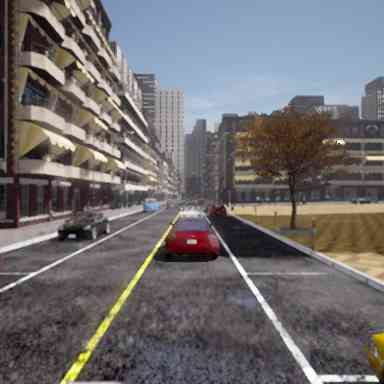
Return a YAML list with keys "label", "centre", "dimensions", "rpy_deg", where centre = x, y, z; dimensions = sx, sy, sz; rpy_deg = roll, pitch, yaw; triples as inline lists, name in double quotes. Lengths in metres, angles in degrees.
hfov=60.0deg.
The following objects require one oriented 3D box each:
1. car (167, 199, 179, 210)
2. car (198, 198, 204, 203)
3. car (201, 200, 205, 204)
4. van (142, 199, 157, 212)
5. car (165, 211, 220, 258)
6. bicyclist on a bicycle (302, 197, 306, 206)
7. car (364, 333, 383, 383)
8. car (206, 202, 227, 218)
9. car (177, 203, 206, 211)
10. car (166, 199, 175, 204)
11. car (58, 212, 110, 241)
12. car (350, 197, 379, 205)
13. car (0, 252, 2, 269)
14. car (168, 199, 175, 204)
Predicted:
- label: "car"
  centre: [-3.075, 2.080, 54.517]
  dimensions: [2.128, 1.511, 4.902]
  rpy_deg: [0, -1, 0]
- label: "car"
  centre: [2.579, 2.492, 94.666]
  dimensions: [1.967, 1.590, 4.097]
  rpy_deg: [-1, -1, 0]
- label: "car"
  centre: [2.634, 2.033, 45.669]
  dimensions: [1.887, 1.381, 4.507]
  rpy_deg: [0, -1, 0]
- label: "van"
  centre: [-5.748, 1.829, 45.663]
  dimensions: [1.690, 1.788, 3.998]
  rpy_deg: [0, -1, 0]
- label: "car"
  centre: [0.004, 1.705, 13.481]
  dimensions: [1.994, 1.385, 4.181]
  rpy_deg: [0, -1, 0]
- label: "bicyclist on a bicycle"
  centre: [20.180, 1.667, 60.014]
  dimensions: [0.582, 1.620, 1.656]
  rpy_deg: [-1, 0, -1]
- label: "car"
  centre: [2.682, 1.544, 1.629]
  dimensions: [1.752, 1.417, 4.829]
  rpy_deg: [0, -1, 0]
- label: "car"
  centre: [2.646, 1.911, 34.618]
  dimensions: [1.887, 1.381, 4.507]
  rpy_deg: [0, -1, 0]
- label: "car"
  centre: [-0.016, 1.898, 28.239]
  dimensions: [1.895, 1.301, 4.718]
  rpy_deg: [0, -1, 0]
- label: "car"
  centre: [-5.793, 2.537, 89.133]
  dimensions: [2.008, 1.369, 4.403]
  rpy_deg: [0, -1, 0]
- label: "car"
  centre: [-5.716, 1.754, 18.029]
  dimensions: [1.947, 1.339, 4.313]
  rpy_deg: [0, -1, 0]
- label: "car"
  centre: [32.399, 1.735, 63.137]
  dimensions: [4.403, 1.369, 2.008]
  rpy_deg: [-1, 1, -1]
- label: "car"
  centre: [-5.704, 1.655, 6.976]
  dimensions: [1.802, 1.307, 4.206]
  rpy_deg: [0, -1, 0]
- label: "car"
  centre: [-5.800, 2.618, 94.660]
  dimensions: [1.947, 1.339, 4.313]
  rpy_deg: [0, -1, 0]
